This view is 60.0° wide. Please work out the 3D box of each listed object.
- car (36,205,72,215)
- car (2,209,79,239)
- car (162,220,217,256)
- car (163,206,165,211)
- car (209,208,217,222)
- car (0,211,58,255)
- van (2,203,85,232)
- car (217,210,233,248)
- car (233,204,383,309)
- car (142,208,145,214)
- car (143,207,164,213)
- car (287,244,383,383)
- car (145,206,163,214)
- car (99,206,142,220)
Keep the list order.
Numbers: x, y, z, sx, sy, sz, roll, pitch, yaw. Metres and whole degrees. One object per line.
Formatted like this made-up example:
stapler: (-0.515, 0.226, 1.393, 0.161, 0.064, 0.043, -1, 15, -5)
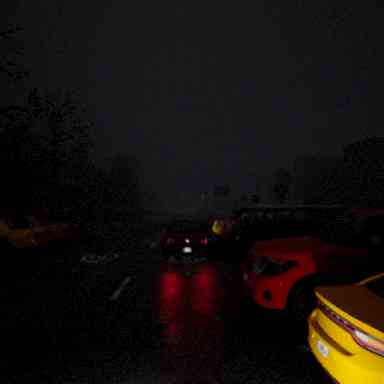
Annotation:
car: (-22.660, 2.926, 54.712, 5.008, 1.535, 1.882, 1, 0, -1)
car: (-8.742, 1.763, 16.388, 5.366, 1.575, 1.946, 0, -1, -1)
car: (-0.185, 1.827, 14.147, 1.895, 1.301, 4.718, 0, -1, -1)
car: (-8.923, 3.906, 70.717, 4.892, 1.521, 2.231, 0, -2, 0)
car: (3.870, 1.810, 18.680, 5.366, 1.575, 1.946, 0, -1, -1)
car: (-8.712, 1.701, 13.728, 5.366, 1.575, 1.946, 0, -1, -1)
van: (-8.473, 1.612, 19.190, 4.442, 1.987, 1.878, 0, -1, -1)
car: (3.688, 1.612, 15.764, 4.553, 1.767, 2.185, 0, -1, -1)
car: (3.804, 1.306, 6.539, 5.566, 2.045, 2.435, 0, -1, -1)
car: (-8.882, 2.596, 43.135, 4.553, 1.767, 2.185, 0, -2, 0)
car: (-8.944, 4.221, 77.131, 4.674, 1.452, 2.002, 0, -2, 0)
car: (3.875, 1.520, 3.619, 5.008, 1.535, 2.097, 0, -1, -1)
car: (-8.916, 3.805, 67.442, 4.674, 1.452, 2.002, 0, -2, 0)
car: (-8.800, 2.627, 39.961, 4.674, 1.452, 2.002, 0, -2, -1)
